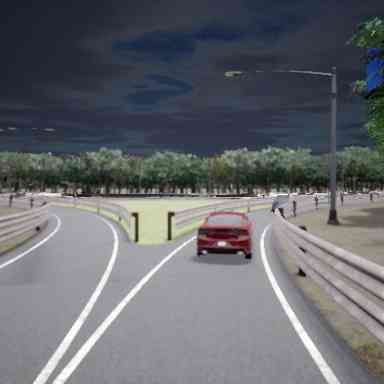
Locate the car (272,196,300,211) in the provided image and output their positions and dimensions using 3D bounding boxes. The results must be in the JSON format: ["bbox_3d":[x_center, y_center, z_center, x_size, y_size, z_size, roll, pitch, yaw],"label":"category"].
[{"bbox_3d":[10.439,1.166,36.761,2.097,1.767,4.553,1,1,31],"label":"car"}]

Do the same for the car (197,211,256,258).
[{"bbox_3d":[1.435,1.496,13.027,1.882,1.535,5.008,0,0,11],"label":"car"}]
